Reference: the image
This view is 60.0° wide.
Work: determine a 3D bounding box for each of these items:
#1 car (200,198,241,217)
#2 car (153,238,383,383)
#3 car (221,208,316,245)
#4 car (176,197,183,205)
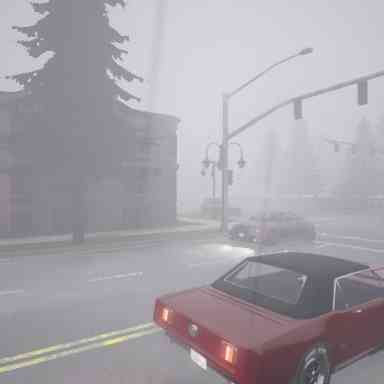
[{"bbox_3d":[2.677,1.351,31.445,2.097,1.767,4.553,0,0,-33],"label":"car"},{"bbox_3d":[1.919,1.601,5.001,4.718,1.301,1.895,0,0,-34],"label":"car"},{"bbox_3d":[3.639,1.564,14.810,4.181,1.385,1.994,0,0,-36],"label":"car"},{"bbox_3d":[-3.374,1.526,60.065,1.812,1.442,4.674,0,0,-33],"label":"car"}]
